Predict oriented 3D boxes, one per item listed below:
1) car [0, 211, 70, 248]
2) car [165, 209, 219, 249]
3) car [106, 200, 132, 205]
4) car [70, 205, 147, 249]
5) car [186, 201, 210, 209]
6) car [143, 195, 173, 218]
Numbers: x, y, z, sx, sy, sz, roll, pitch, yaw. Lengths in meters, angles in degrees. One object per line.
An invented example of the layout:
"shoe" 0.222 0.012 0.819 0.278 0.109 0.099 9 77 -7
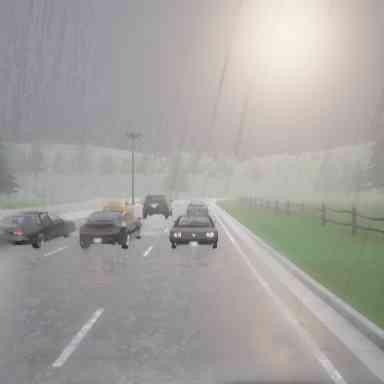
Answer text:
"car" -6.879 1.560 14.597 2.033 1.411 5.357 0 0 1
"car" 0.120 1.613 14.472 1.895 1.301 4.718 0 0 1
"car" -6.489 1.482 29.582 1.882 1.535 5.008 0 0 2
"car" -3.379 1.513 14.519 1.837 1.490 4.892 0 0 1
"car" 0.509 1.492 29.398 2.128 1.511 4.902 0 0 2
"car" -2.989 1.255 29.520 2.150 2.045 5.566 0 0 2
